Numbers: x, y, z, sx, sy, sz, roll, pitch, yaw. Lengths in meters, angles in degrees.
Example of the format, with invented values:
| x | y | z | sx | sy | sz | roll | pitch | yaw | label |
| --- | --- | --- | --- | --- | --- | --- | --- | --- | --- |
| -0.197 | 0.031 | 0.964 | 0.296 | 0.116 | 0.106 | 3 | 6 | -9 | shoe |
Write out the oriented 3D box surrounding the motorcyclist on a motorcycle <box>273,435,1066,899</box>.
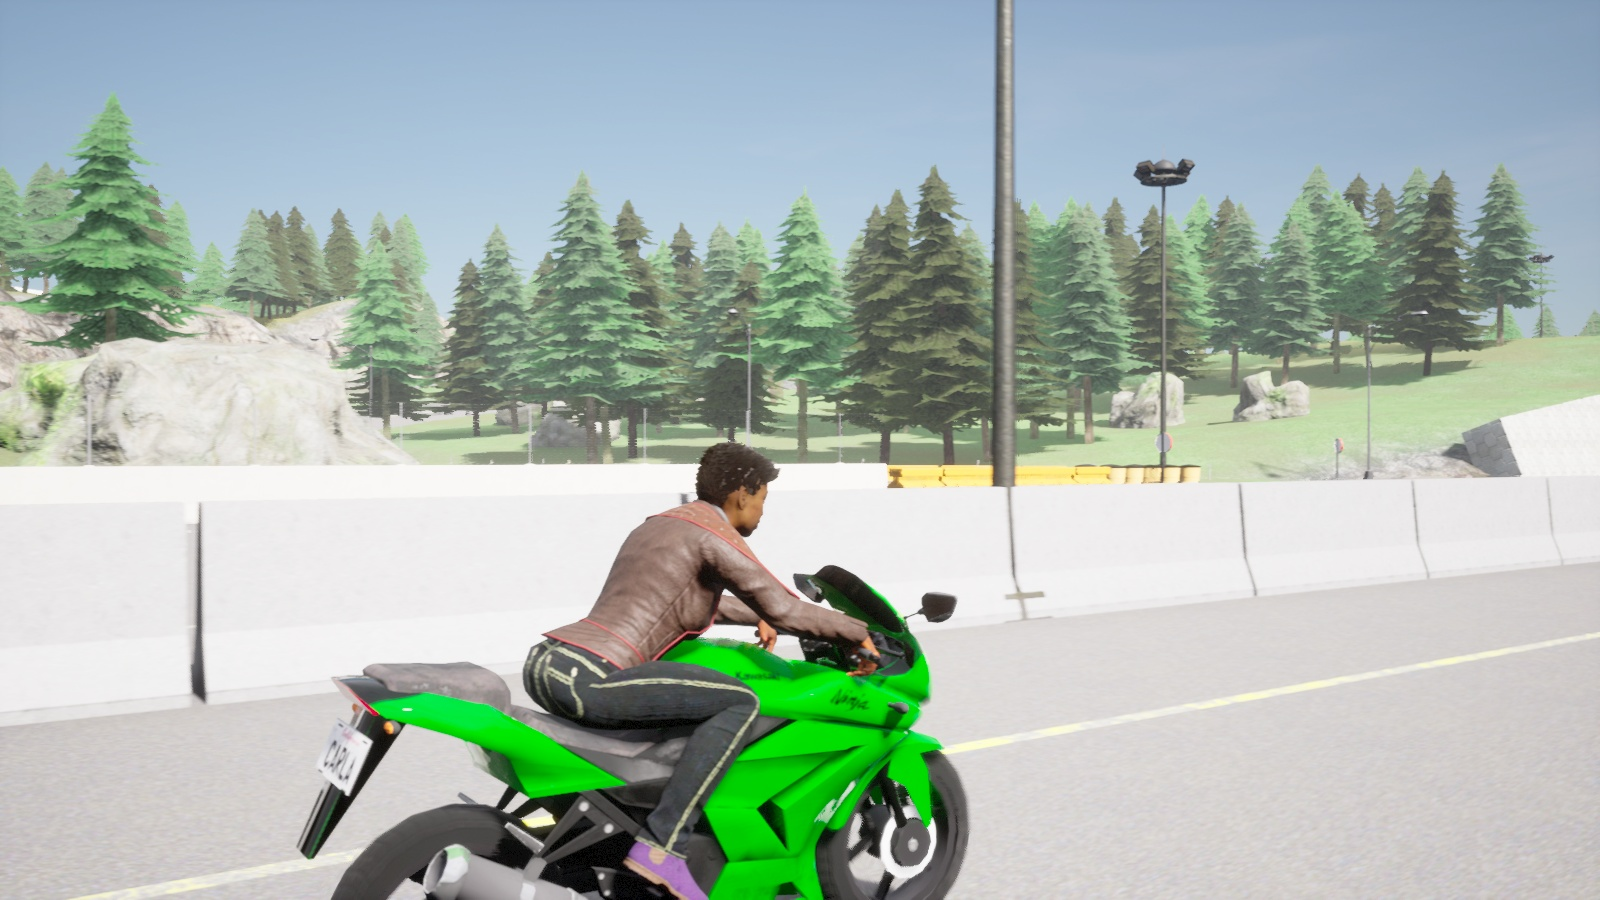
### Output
| x | y | z | sx | sy | sz | roll | pitch | yaw | label |
| --- | --- | --- | --- | --- | --- | --- | --- | --- | --- |
| -0.279 | 0.736 | 3.464 | 2.044 | 1.523 | 0.797 | 0 | 0 | -35 | motorcyclist on a motorcycle |
